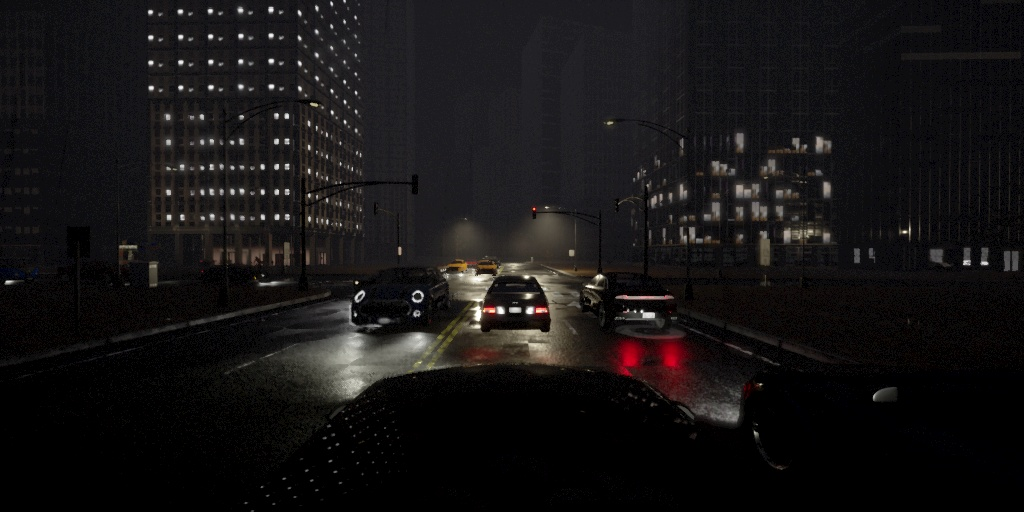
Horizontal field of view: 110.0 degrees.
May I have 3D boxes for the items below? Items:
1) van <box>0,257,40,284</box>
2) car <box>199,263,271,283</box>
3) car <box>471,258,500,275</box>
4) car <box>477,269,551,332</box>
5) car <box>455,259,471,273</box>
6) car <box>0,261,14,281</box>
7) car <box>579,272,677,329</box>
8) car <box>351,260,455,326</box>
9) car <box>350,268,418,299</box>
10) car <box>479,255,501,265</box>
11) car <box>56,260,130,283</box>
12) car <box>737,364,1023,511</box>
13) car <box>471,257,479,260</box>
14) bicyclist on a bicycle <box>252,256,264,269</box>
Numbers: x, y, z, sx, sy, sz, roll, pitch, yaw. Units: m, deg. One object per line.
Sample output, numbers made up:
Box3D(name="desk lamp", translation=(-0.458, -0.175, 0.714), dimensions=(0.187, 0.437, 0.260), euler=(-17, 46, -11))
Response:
Box3D(name="van", translation=(-33.915, 0.959, 23.716), dimensions=(3.998, 1.789, 1.690), euler=(0, 0, 1))
Box3D(name="car", translation=(-19.967, 1.227, 25.940), dimensions=(4.181, 1.385, 1.994), euler=(0, 0, 1))
Box3D(name="car", translation=(-2.670, 1.197, 35.443), dimensions=(1.882, 1.535, 5.008), euler=(0, 0, -10))
Box3D(name="car", translation=(0.107, 1.294, 10.774), dimensions=(2.033, 1.411, 5.357), euler=(0, 0, 1))
Box3D(name="car", translation=(-6.561, 1.193, 43.306), dimensions=(1.882, 1.535, 5.008), euler=(0, 0, 0))
Box3D(name="car", translation=(-40.301, 1.092, 26.484), dimensions=(4.674, 1.442, 1.812), euler=(0, 0, 2))
Box3D(name="car", translation=(3.354, 1.238, 11.188), dimensions=(2.128, 1.511, 4.902), euler=(0, 0, 0))
Box3D(name="car", translation=(-3.342, 1.098, 11.612), dimensions=(2.097, 1.767, 4.553), euler=(0, 0, 0))
Box3D(name="car", translation=(-6.583, 1.349, 19.008), dimensions=(1.895, 1.301, 4.718), euler=(0, 0, 0))
Box3D(name="car", translation=(-3.294, 0.917, 55.030), dimensions=(2.150, 2.045, 5.566), euler=(0, 0, 0))
Box3D(name="car", translation=(-30.059, 1.093, 26.201), dimensions=(5.008, 1.535, 1.882), euler=(0, 0, 2))
Box3D(name="car", translation=(3.354, 1.314, 2.032), dimensions=(1.994, 1.385, 4.181), euler=(0, 0, 0))
Box3D(name="car", translation=(-6.545, 1.215, 56.745), dimensions=(1.812, 1.442, 4.674), euler=(0, 1, 0))
Box3D(name="bicyclist on a bicycle", translation=(-24.675, 0.867, 34.798), dimensions=(0.582, 1.620, 1.656), euler=(0, 1, 1))
